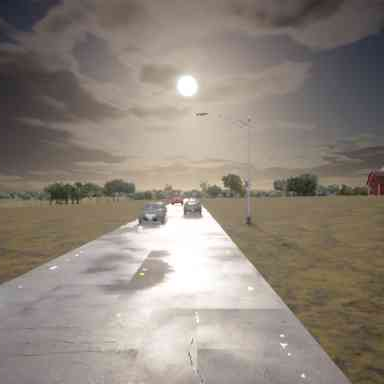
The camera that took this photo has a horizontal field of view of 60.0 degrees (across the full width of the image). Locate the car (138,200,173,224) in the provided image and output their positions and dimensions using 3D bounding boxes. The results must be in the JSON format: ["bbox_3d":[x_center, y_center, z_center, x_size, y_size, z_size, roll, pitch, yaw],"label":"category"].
[{"bbox_3d":[-2.854,1.545,25.258,2.128,1.511,4.902,0,0,0],"label":"car"}]

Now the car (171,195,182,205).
[{"bbox_3d":[-2.800,1.503,63.988,2.150,2.045,5.566,0,0,1],"label":"car"}]

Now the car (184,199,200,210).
[{"bbox_3d":[0.044,1.670,45.710,2.033,1.411,5.357,0,0,1],"label":"car"}]

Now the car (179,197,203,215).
[{"bbox_3d":[0.075,1.571,35.001,2.128,1.511,4.902,0,0,0],"label":"car"}]
